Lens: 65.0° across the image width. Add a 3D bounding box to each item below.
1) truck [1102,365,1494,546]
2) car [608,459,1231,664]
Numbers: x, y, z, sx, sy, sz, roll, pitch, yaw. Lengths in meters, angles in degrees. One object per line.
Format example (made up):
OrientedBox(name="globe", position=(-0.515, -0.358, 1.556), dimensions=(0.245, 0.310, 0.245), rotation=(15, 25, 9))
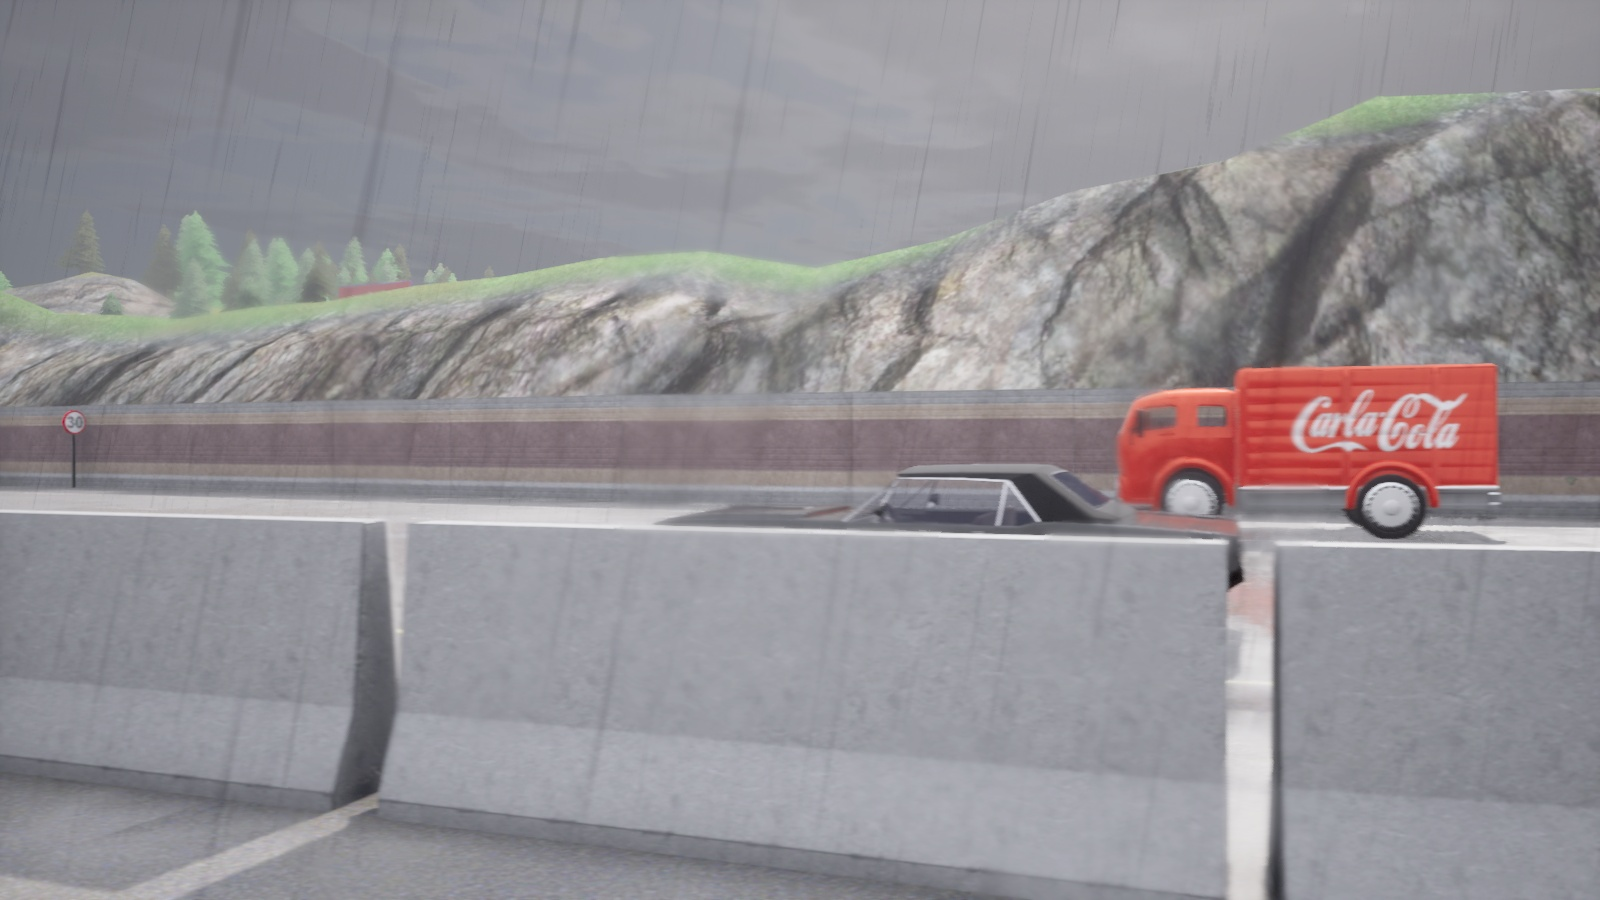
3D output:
OrientedBox(name="truck", position=(7.377, 0.056, 19.131), dimensions=(5.204, 2.467, 2.627), rotation=(0, 1, 18))
OrientedBox(name="car", position=(0.997, 0.769, 10.207), dimensions=(4.718, 1.301, 1.895), rotation=(1, 1, 19))
